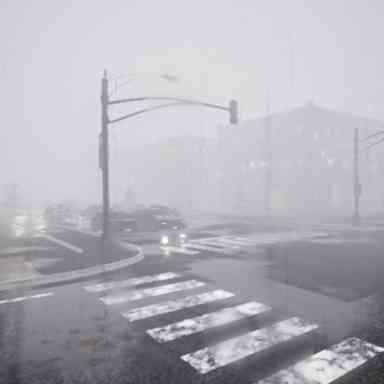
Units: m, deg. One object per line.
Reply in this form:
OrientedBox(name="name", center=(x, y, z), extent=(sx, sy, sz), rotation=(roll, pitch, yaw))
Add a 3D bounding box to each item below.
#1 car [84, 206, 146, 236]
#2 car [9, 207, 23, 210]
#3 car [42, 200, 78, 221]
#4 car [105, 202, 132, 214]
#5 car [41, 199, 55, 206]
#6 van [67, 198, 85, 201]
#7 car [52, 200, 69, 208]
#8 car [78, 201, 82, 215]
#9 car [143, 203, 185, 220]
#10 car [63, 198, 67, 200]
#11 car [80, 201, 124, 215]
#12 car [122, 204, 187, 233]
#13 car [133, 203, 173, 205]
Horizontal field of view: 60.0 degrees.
OrientedBox(name="car", center=(-4.891, 1.814, 20.591), extent=(1.947, 1.339, 4.313), rotation=(-2, 0, -35))
OrientedBox(name="car", center=(-28.778, 2.230, 54.384), extent=(1.752, 1.417, 4.829), rotation=(-1, 0, -35))
OrientedBox(name="car", center=(-12.838, 1.845, 31.969), extent=(1.967, 1.590, 4.097), rotation=(-1, 0, -35))
OrientedBox(name="car", center=(-9.214, 1.964, 41.338), extent=(1.802, 1.307, 4.206), rotation=(-2, 0, -35))
OrientedBox(name="car", center=(-31.672, 2.360, 72.913), extent=(1.947, 1.339, 4.313), rotation=(-1, 0, -35))
OrientedBox(name="van", center=(-18.845, 1.904, 54.870), extent=(1.690, 1.788, 3.998), rotation=(-1, 0, -35))
OrientedBox(name="car", center=(-25.256, 2.224, 63.891), extent=(1.887, 1.381, 4.507), rotation=(-1, 0, -35))
OrientedBox(name="car", center=(-14.109, 2.045, 38.253), extent=(1.895, 1.301, 4.718), rotation=(-1, 0, -36))
OrientedBox(name="car", center=(-2.799, 1.808, 32.317), extent=(2.008, 1.369, 4.403), rotation=(-2, 0, -35))
OrientedBox(name="car", center=(-22.054, 1.937, 59.380), extent=(2.192, 1.841, 5.009), rotation=(-1, 0, -35))
OrientedBox(name="car", center=(-8.205, 1.835, 29.945), extent=(1.837, 1.490, 4.892), rotation=(-1, 0, -36))
OrientedBox(name="car", center=(-2.524, 1.765, 21.956), extent=(2.033, 1.411, 5.357), rotation=(-1, 0, -35))
OrientedBox(name="car", center=(-2.949, 1.771, 28.087), extent=(1.812, 1.442, 4.674), rotation=(-1, 0, -35))
